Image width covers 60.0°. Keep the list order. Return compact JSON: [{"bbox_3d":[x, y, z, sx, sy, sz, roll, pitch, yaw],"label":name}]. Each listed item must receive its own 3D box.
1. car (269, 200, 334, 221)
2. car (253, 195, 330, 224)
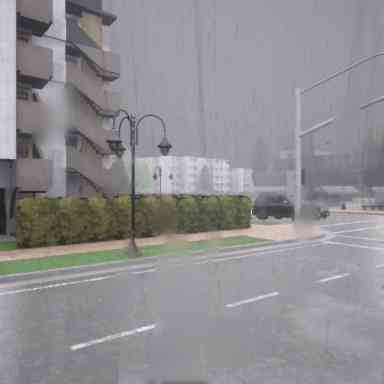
[{"bbox_3d":[9.240,1.478,28.471,1.882,1.535,5.008,0,0,-38],"label":"car"},{"bbox_3d":[7.159,1.224,25.275,2.150,2.045,5.566,0,0,-36],"label":"car"}]
